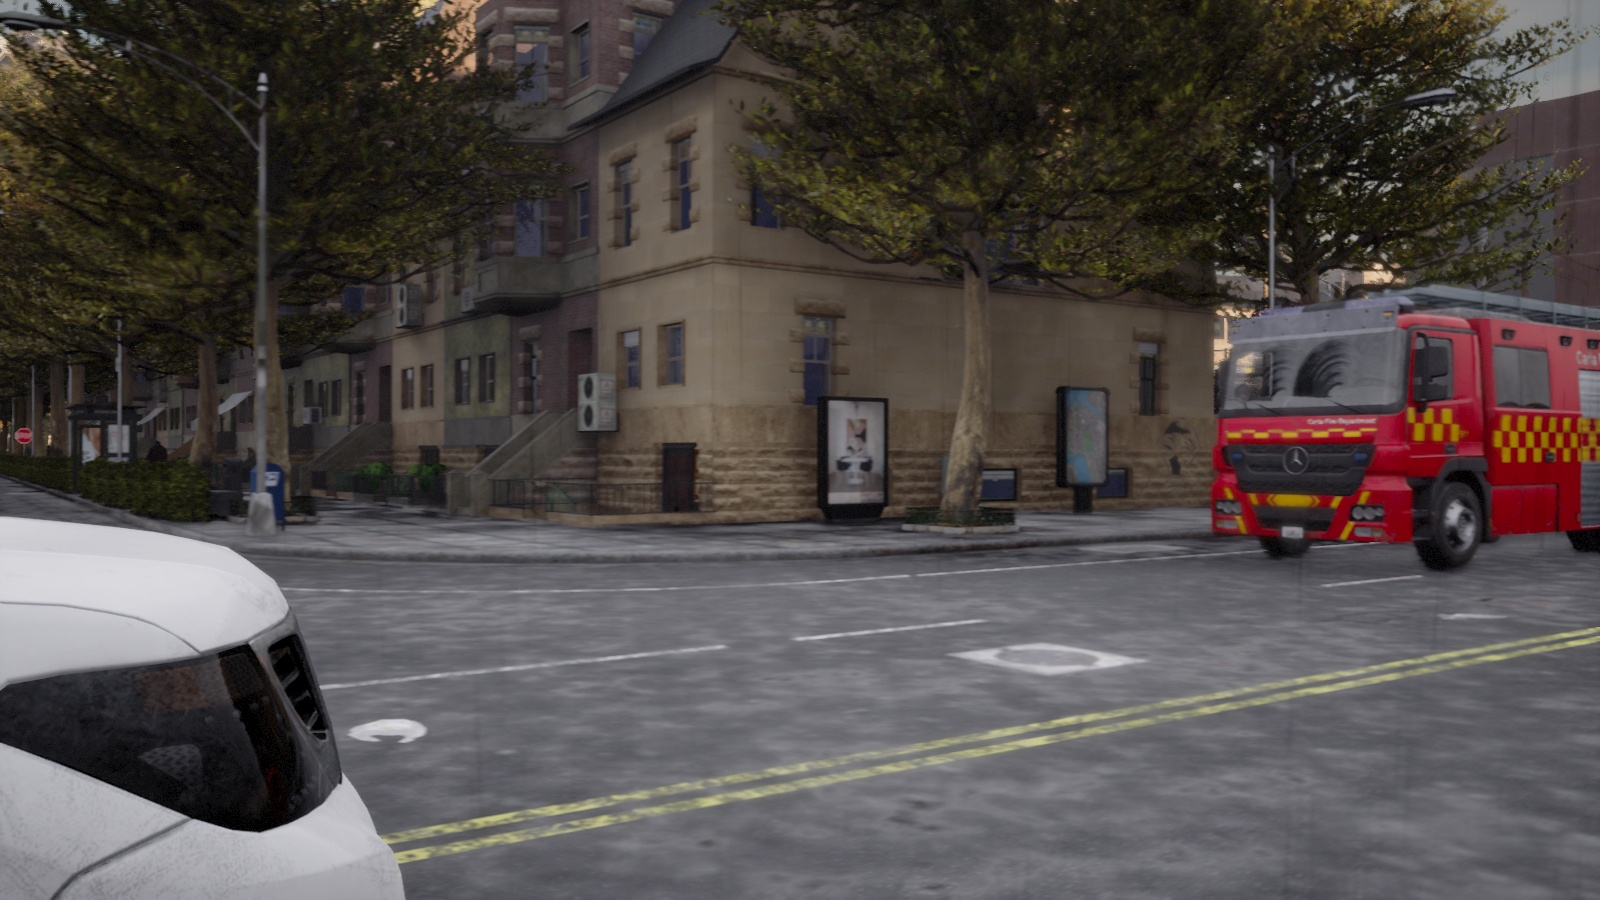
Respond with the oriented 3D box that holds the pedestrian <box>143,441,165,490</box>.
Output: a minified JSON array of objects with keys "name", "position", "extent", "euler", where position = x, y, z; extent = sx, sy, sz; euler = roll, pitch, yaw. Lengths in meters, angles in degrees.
[{"name":"pedestrian","position":[-24.283,0.572,47.209],"extent":[0.634,1.844,0.899],"euler":[0,0,-34]}]

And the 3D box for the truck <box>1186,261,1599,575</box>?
[{"name":"truck","position":[9.730,-0.387,18.889],"extent":[8.468,3.827,2.891],"euler":[0,0,-35]}]

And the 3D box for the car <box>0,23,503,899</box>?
[{"name":"car","position":[-3.374,0.473,1.302],"extent":[5.566,2.045,2.150],"euler":[0,0,-35]}]
